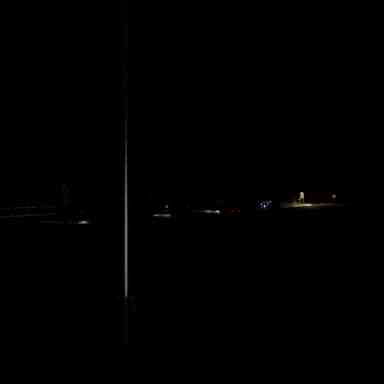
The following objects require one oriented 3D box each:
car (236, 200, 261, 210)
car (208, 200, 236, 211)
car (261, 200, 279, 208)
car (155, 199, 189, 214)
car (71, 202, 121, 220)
[{"bbox_3d":[7.792,1.914,49.400,2.128,1.511,4.902,-1,-1,35],"label":"car"},{"bbox_3d":[4.148,1.957,49.164,1.812,1.442,4.674,-1,-1,35],"label":"car"},{"bbox_3d":[13.485,2.113,57.666,1.895,1.301,4.718,-1,-1,35],"label":"car"},{"bbox_3d":[-2.386,1.679,39.841,2.097,1.767,4.553,-1,-1,35],"label":"car"},{"bbox_3d":[-8.737,1.703,30.709,1.882,1.535,5.008,-1,-1,35],"label":"car"}]
